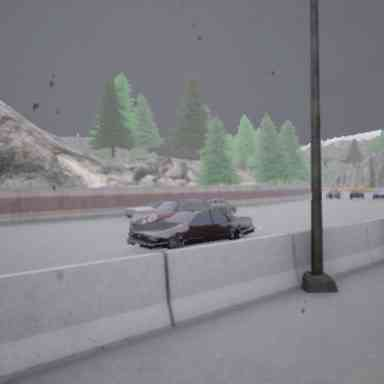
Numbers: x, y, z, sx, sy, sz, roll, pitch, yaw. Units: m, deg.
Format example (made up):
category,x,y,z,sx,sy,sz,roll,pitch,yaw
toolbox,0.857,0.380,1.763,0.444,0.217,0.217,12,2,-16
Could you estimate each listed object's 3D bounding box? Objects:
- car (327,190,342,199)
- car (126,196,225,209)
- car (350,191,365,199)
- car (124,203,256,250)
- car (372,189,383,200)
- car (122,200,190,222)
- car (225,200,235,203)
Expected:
category,x,y,z,sx,sy,sz,roll,pitch,yaw
car,24.359,0.364,56.733,1.837,1.490,4.892,0,1,31
car,-0.839,1.152,16.829,4.553,1.767,2.097,-2,1,-40
car,27.133,0.443,54.549,1.895,1.301,4.718,-1,1,32
car,0.193,1.378,13.088,5.357,1.411,2.033,-2,1,-39
car,28.020,0.371,49.344,1.882,1.535,5.008,0,1,33
car,-2.553,1.331,24.493,4.718,1.301,1.895,-2,1,-41
car,1.091,1.178,23.071,4.902,1.511,2.128,-2,1,-42
